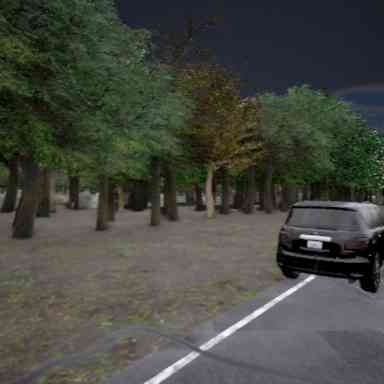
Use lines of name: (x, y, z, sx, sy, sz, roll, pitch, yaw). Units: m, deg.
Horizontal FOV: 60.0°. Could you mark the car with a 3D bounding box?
car: (4.316, 1.272, 9.449, 2.150, 2.045, 5.566, 1, 0, 37)
